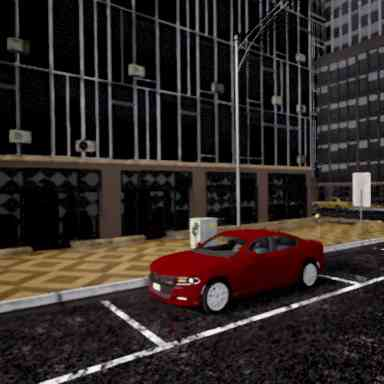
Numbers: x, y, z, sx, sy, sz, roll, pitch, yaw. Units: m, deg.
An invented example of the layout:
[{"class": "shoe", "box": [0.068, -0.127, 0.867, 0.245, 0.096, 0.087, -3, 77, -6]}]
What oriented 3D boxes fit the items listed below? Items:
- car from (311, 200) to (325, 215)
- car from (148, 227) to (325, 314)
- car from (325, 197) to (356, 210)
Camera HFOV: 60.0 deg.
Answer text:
[{"class": "car", "box": [9.794, 1.410, 31.453, 2.008, 1.369, 4.403, -1, 1, -35]}, {"class": "car", "box": [1.171, 1.535, 7.566, 4.507, 1.381, 1.887, 0, -1, -35]}, {"class": "car", "box": [15.779, 1.220, 37.413, 1.752, 1.417, 4.829, -1, 1, -35]}]
